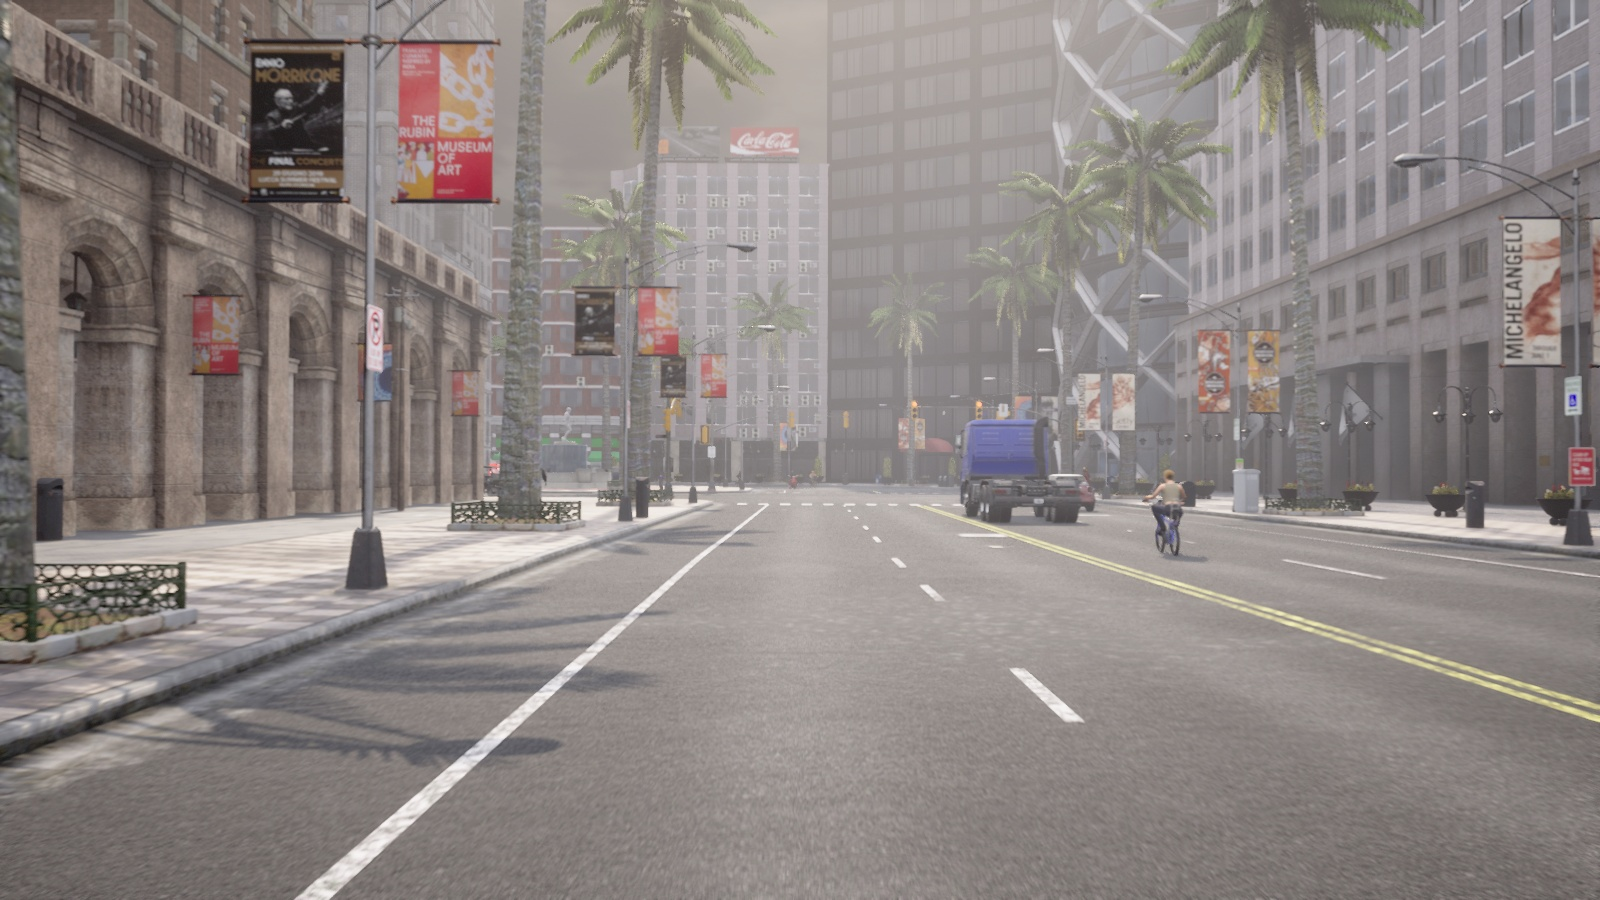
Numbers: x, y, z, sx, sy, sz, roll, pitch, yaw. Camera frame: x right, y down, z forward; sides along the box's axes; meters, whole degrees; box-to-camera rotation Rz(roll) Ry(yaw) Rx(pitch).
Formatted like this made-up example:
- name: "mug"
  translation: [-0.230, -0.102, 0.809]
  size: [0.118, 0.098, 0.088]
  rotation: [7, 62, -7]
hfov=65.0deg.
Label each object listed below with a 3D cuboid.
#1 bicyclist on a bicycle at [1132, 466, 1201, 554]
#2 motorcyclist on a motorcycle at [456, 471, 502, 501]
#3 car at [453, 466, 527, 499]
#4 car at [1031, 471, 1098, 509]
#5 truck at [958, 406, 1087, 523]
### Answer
- name: "bicyclist on a bicycle"
  translation: [6.969, 1.124, 23.943]
  size: [0.866, 1.612, 1.509]
  rotation: [0, -1, 1]
- name: "motorcyclist on a motorcycle"
  translation: [-17.765, 2.002, 69.626]
  size: [2.350, 1.649, 0.766]
  rotation: [0, -1, 0]
- name: "car"
  translation: [-18.023, 1.907, 73.129]
  size: [3.866, 1.878, 1.905]
  rotation: [0, -1, 1]
- name: "car"
  translation: [10.726, 1.594, 51.196]
  size: [1.970, 1.475, 3.806]
  rotation: [0, -1, 1]
- name: "truck"
  translation: [7.139, 0.497, 41.402]
  size: [2.891, 3.462, 7.936]
  rotation: [0, -1, 0]
